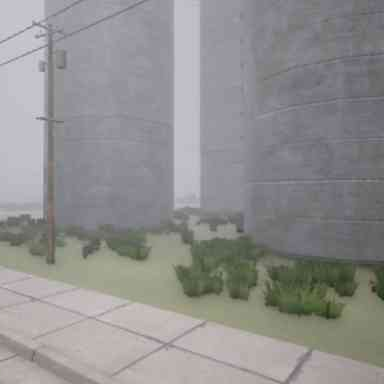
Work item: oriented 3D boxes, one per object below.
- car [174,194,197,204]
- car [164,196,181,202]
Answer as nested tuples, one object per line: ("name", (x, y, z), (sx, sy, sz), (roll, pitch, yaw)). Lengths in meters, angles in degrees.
("car", (-0.888, 1.400, 65.421), (3.866, 1.878, 1.905), (0, 0, 35))
("car", (-4.835, 1.638, 83.195), (3.905, 1.438, 1.784), (0, 0, 35))
